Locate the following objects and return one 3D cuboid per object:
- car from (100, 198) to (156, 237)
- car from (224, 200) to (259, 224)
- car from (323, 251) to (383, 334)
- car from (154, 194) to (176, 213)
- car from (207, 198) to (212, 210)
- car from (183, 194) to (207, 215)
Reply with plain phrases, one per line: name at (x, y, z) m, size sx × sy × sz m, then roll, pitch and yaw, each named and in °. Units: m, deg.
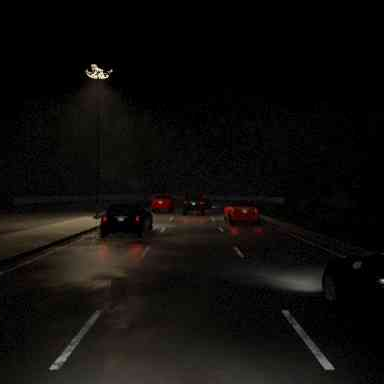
car at (-3.402, 1.352, 18.026) m, size 2.097 × 1.767 × 4.553 m, roll 0°, pitch 0°, yaw 0°
car at (3.602, 1.352, 24.778) m, size 2.097 × 1.767 × 4.553 m, roll 0°, pitch 0°, yaw 0°
car at (3.600, 1.526, 4.929) m, size 1.812 × 1.442 × 4.674 m, roll 0°, pitch 0°, yaw 0°
car at (-3.105, 1.221, 37.348) m, size 2.150 × 2.045 × 5.566 m, roll 0°, pitch 0°, yaw 3°
car at (1.451, 1.491, 43.864) m, size 2.128 × 1.511 × 4.902 m, roll 0°, pitch 0°, yaw 12°
car at (0.244, 1.221, 34.016) m, size 2.150 × 2.045 × 5.566 m, roll 0°, pitch 0°, yaw 2°
